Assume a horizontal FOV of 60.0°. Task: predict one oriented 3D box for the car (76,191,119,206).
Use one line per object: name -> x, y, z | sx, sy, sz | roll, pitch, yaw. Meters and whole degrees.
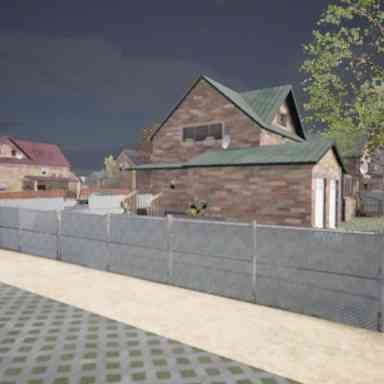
car -> -10.115, 0.692, 36.061 | 1.882, 1.535, 5.008 | 1, 3, 35
